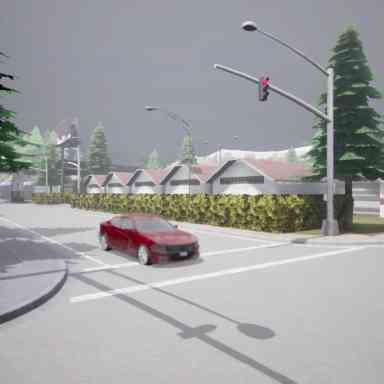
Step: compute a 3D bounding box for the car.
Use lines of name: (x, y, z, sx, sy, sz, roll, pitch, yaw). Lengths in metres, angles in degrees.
car: (-1.729, 1.542, 11.977, 1.882, 1.535, 5.008, 0, 1, -37)
